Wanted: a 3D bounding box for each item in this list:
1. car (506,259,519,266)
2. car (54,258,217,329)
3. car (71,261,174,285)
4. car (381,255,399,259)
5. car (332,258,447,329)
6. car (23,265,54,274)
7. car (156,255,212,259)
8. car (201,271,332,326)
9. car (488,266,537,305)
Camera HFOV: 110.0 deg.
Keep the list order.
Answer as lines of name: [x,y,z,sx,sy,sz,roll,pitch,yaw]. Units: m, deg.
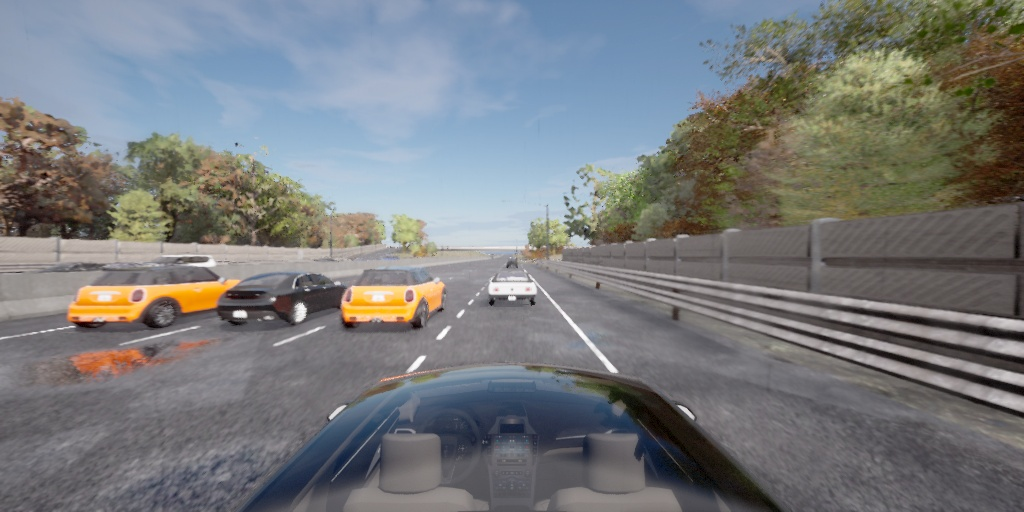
car: [0.039,1.169,58.415,1.837,1.490,4.892,0,0,0]
car: [-10.395,1.075,11.280,2.097,1.767,4.553,0,0,0]
car: [-28.064,1.185,26.157,2.128,1.511,4.902,0,0,0]
car: [-20.971,0.918,61.471,2.150,2.045,5.566,0,0,0]
car: [-3.395,1.074,11.243,2.097,1.767,4.553,0,0,0]
car: [-31.565,1.200,25.765,1.837,1.490,4.892,0,0,0]
car: [-24.563,0.916,26.237,2.150,2.045,5.566,0,0,0]
car: [-6.893,1.227,11.515,1.837,1.490,4.892,0,0,0]
car: [0.009,1.311,15.802,1.895,1.301,4.718,0,0,0]
